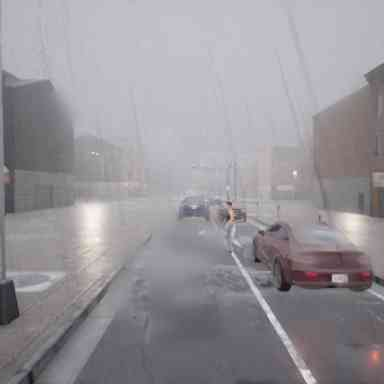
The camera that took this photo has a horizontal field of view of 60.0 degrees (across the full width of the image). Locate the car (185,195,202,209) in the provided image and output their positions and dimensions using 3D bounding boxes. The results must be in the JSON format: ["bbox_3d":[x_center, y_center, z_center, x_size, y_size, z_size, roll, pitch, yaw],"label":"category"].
[{"bbox_3d":[0.199,1.140,38.547,1.812,1.442,4.674,0,0,0],"label":"car"}]

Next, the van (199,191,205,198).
[{"bbox_3d":[2.809,0.744,93.272,1.690,1.788,3.998,-1,0,0],"label":"van"}]

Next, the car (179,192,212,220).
[{"bbox_3d":[0.152,1.080,24.794,2.097,1.767,4.553,0,0,0],"label":"car"}]

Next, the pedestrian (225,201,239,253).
[{"bbox_3d":[1.305,1.160,11.344,0.375,1.860,0.375,-1,1,0],"label":"pedestrian"}]

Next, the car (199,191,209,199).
[{"bbox_3d":[2.777,0.739,77.402,2.192,1.841,5.009,-1,0,0],"label":"car"}]

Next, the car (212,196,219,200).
[{"bbox_3d":[2.708,1.155,39.863,2.008,1.369,4.403,-1,0,0],"label":"car"}]

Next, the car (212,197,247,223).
[{"bbox_3d":[2.675,1.290,22.986,1.887,1.381,4.507,-1,1,0],"label":"car"}]

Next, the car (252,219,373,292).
[{"bbox_3d":[2.768,1.424,8.515,1.812,1.442,4.674,0,1,0],"label":"car"}]
